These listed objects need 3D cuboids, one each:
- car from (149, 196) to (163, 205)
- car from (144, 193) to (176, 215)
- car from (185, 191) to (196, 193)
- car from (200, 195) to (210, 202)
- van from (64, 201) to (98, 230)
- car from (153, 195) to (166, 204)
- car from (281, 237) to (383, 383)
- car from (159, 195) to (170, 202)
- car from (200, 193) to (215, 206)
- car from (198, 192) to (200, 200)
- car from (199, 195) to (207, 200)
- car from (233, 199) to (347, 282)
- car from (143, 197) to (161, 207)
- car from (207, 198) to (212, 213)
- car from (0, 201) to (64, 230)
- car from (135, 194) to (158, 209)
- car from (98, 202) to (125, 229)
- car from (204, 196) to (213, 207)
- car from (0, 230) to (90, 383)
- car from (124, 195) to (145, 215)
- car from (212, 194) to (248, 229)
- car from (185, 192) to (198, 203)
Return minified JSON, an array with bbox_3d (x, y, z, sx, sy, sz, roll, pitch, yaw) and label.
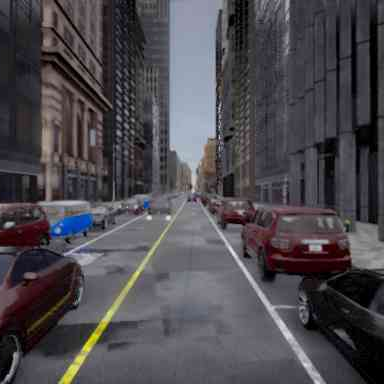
[{"bbox_3d":[-5.842,1.381,54.612,1.887,1.381,4.507,1,0,0],"label":"car"},{"bbox_3d":[-3.003,1.265,32.240,2.097,1.767,4.553,0,0,0],"label":"car"},{"bbox_3d":[0.010,0.951,73.994,2.097,1.767,4.553,0,0,0],"label":"car"},{"bbox_3d":[2.686,1.323,71.480,2.008,1.369,4.403,1,0,0],"label":"car"},{"bbox_3d":[-5.846,1.307,15.239,1.690,1.788,3.998,1,0,0],"label":"van"},{"bbox_3d":[-5.842,1.342,60.067,1.752,1.417,4.829,1,0,0],"label":"car"},{"bbox_3d":[2.675,1.558,3.986,1.947,1.339,4.313,1,0,0],"label":"car"},{"bbox_3d":[-5.840,1.317,71.486,1.887,1.381,4.507,1,0,0],"label":"car"},{"bbox_3d":[2.685,1.172,48.982,2.192,1.841,5.009,1,0,0],"label":"car"},{"bbox_3d":[2.686,1.131,60.231,2.192,1.841,5.009,1,0,0],"label":"car"},{"bbox_3d":[2.686,1.311,82.730,1.802,1.307,4.206,1,0,0],"label":"car"},{"bbox_3d":[2.678,1.295,9.610,2.192,1.841,5.009,1,0,0],"label":"car"},{"bbox_3d":[-5.843,1.408,48.988,2.008,1.369,4.403,1,0,0],"label":"car"},{"bbox_3d":[2.680,1.497,32.109,1.802,1.307,4.206,1,0,0],"label":"car"},{"bbox_3d":[-5.847,1.295,9.613,2.192,1.841,5.009,1,0,0],"label":"car"},{"bbox_3d":[-5.842,1.192,43.362,2.192,1.841,5.009,1,0,0],"label":"car"},{"bbox_3d":[-5.848,1.501,20.864,2.008,1.369,4.403,1,0,0],"label":"car"},{"bbox_3d":[2.681,1.441,37.734,1.887,1.381,4.507,1,0,0],"label":"car"},{"bbox_3d":[-3.099,1.554,4.979,1.994,1.385,4.181,0,0,-1],"label":"car"},{"bbox_3d":[-5.845,1.355,32.113,1.967,1.590,4.097,1,0,0],"label":"car"},{"bbox_3d":[2.680,1.266,20.859,2.192,1.841,5.009,1,0,0],"label":"car"},{"bbox_3d":[0.008,1.327,64.022,1.812,1.442,4.674,0,0,0],"label":"car"}]
